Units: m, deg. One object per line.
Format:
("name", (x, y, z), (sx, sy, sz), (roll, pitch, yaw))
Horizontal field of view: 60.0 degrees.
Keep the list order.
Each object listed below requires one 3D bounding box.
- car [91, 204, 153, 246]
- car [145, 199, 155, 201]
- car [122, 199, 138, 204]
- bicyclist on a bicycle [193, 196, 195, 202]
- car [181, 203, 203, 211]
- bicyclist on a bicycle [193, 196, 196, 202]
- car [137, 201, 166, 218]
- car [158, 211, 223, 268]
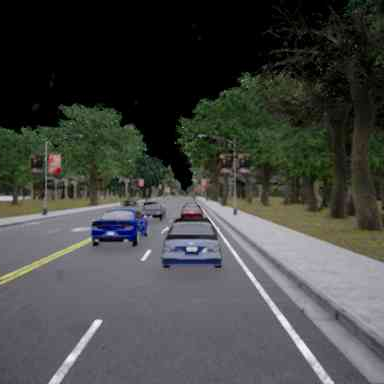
("car", (-3.222, 1.536, 15.641), (1.882, 1.535, 5.008), (0, -1, 0))
("car", (-6.730, 1.802, 52.910), (1.895, 1.301, 4.718), (0, 0, 0))
("car", (-9.979, 1.767, 53.590), (1.994, 1.385, 4.181), (0, 0, 0))
("bicyclist on a bicycle", (0.624, 1.831, 91.511), (0.582, 1.620, 1.656), (0, -1, 0))
("car", (-0.015, 1.679, 30.934), (1.994, 1.385, 4.181), (0, 0, 0))
("bicyclist on a bicycle", (0.652, 1.790, 82.509), (0.582, 1.620, 1.656), (0, -1, 0))
("car", (-3.271, 1.708, 28.778), (1.895, 1.301, 4.718), (0, 0, 0))
("car", (0.012, 1.591, 11.451), (2.033, 1.411, 5.357), (0, 0, 0))
